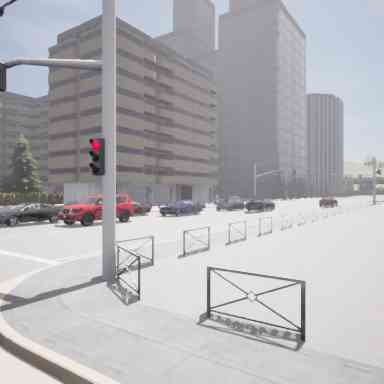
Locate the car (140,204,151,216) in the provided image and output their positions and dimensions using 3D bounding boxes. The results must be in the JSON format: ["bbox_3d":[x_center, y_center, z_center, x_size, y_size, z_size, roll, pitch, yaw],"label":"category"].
[{"bbox_3d":[-5.984,1.601,30.582,1.895,1.301,4.718,0,0,35],"label":"car"}]

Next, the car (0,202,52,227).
[{"bbox_3d":[-11.244,1.492,22.951,2.128,1.511,4.902,0,0,35],"label":"car"}]

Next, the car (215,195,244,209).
[{"bbox_3d":[5.356,1.352,46.961,2.097,1.767,4.553,0,0,35],"label":"car"}]

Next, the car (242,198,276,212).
[{"bbox_3d":[7.991,1.477,38.160,1.882,1.535,5.008,0,0,35],"label":"car"}]

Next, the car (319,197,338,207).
[{"bbox_3d":[20.846,1.478,50.674,1.882,1.535,5.008,0,0,35],"label":"car"}]

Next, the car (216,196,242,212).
[{"bbox_3d":[4.650,1.526,39.814,1.812,1.442,4.674,0,0,35],"label":"car"}]

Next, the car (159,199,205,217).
[{"bbox_3d":[-1.036,1.601,31.593,1.895,1.301,4.718,0,0,35],"label":"car"}]

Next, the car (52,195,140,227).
[{"bbox_3d":[-6.582,1.221,23.549,2.150,2.045,5.566,0,0,35],"label":"car"}]
